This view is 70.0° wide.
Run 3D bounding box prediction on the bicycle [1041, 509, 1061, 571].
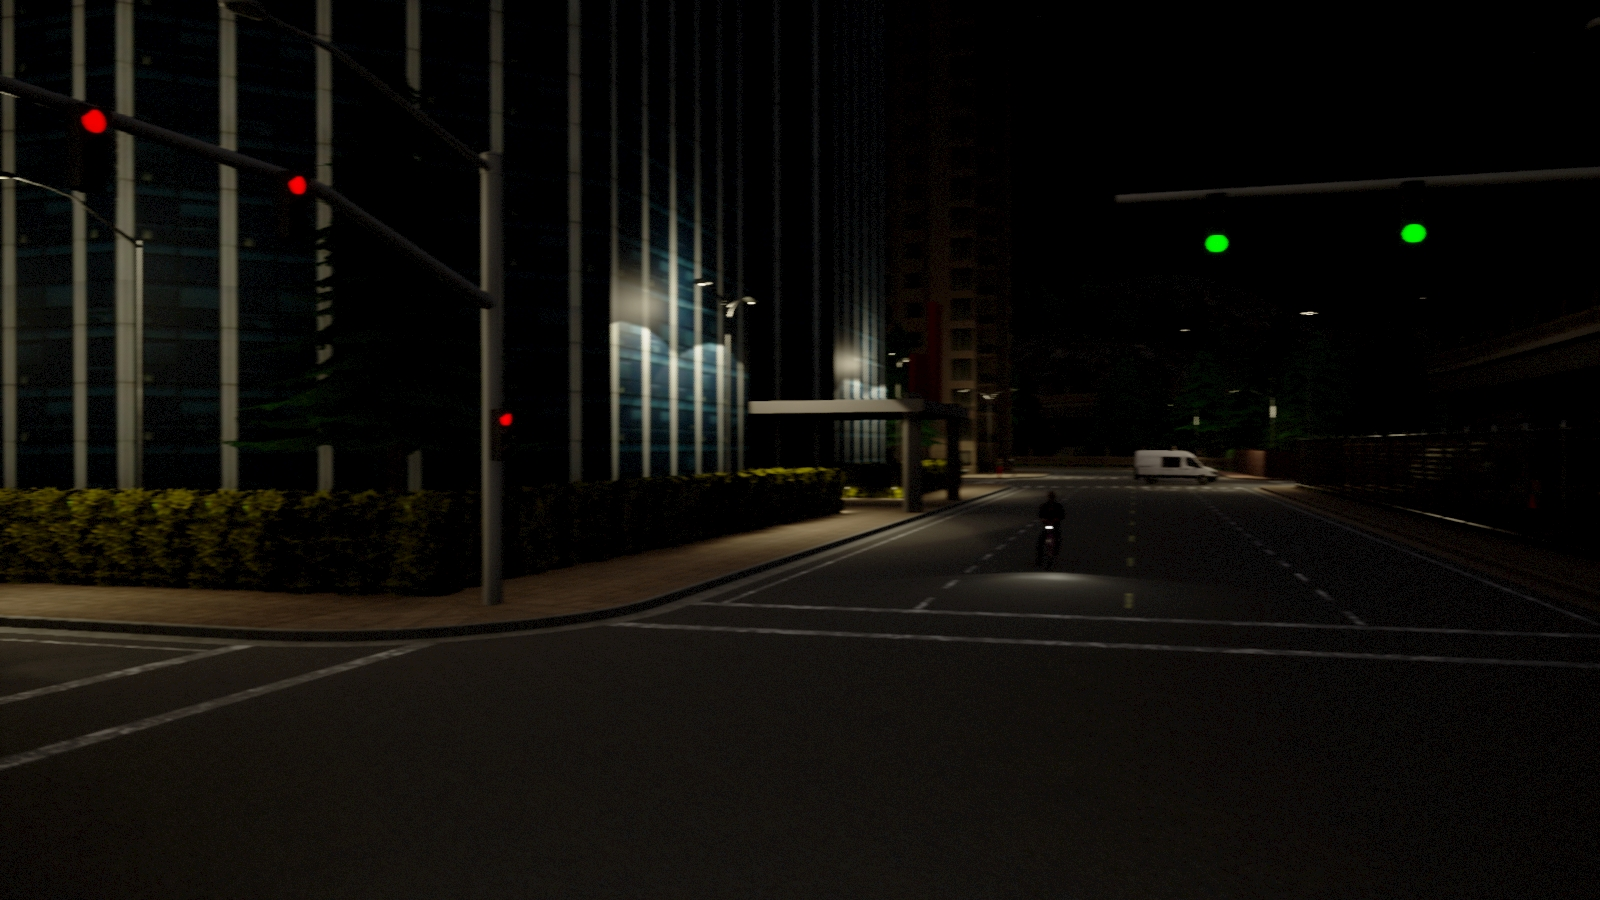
[{"bbox_3d":[5.762,2.041,26.201,0.329,1.271,1.835,0,0,16],"label":"bicycle"}]
